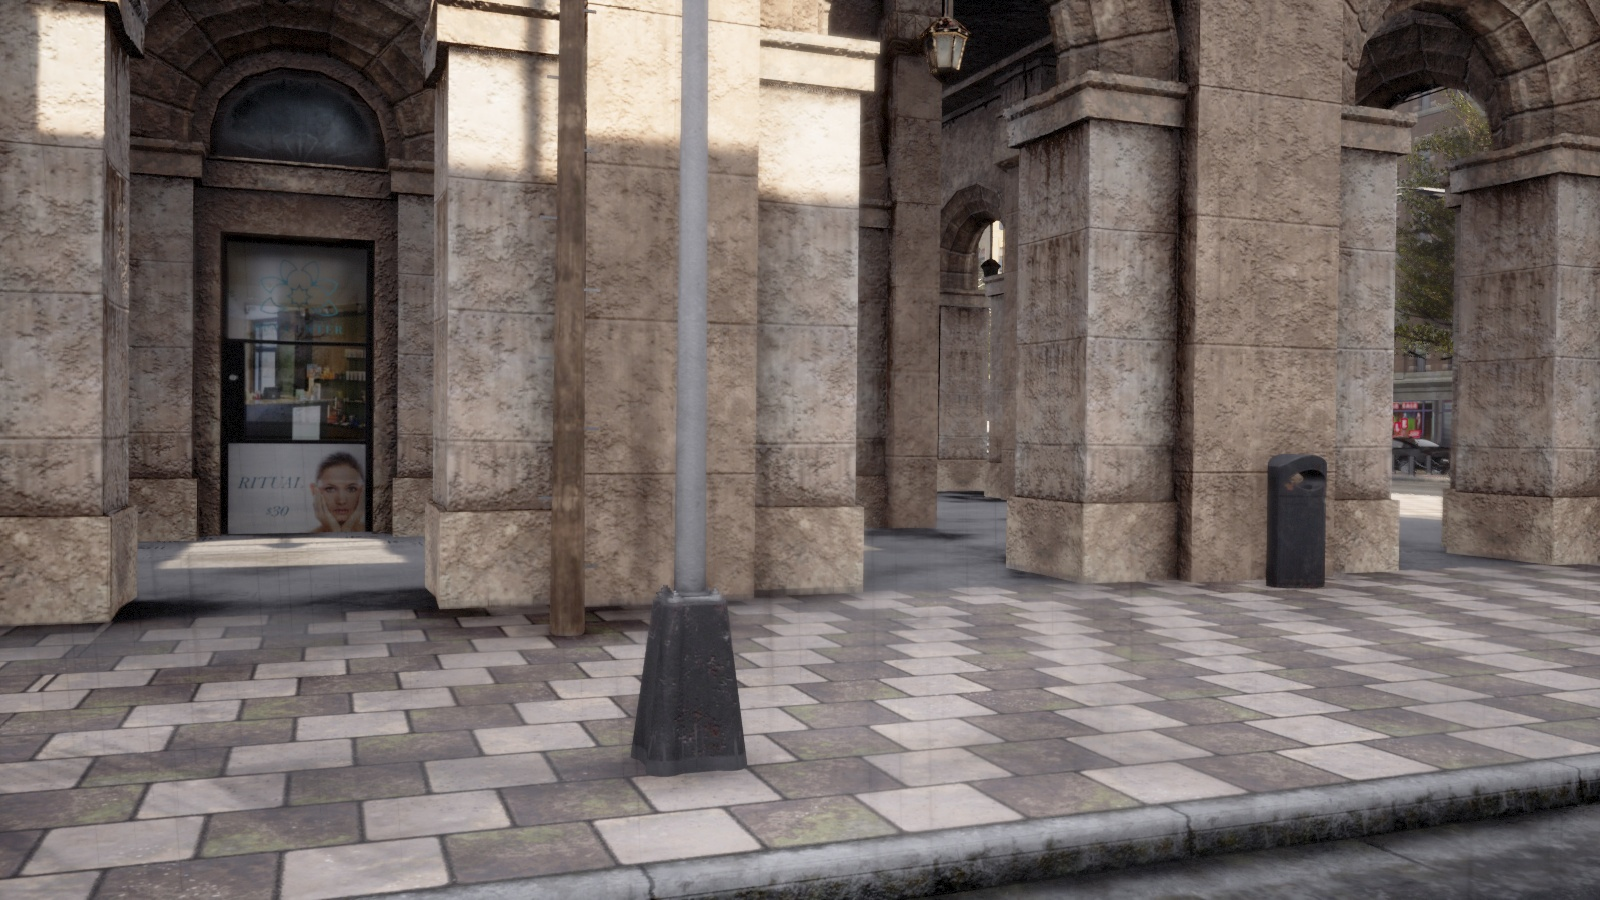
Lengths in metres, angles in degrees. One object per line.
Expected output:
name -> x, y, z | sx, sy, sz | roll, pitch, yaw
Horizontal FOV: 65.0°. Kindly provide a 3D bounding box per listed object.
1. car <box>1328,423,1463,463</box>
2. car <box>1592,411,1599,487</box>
car -> 23.902, -0.307, 50.654 | 1.882, 1.535, 5.008 | -1, 1, -21
car -> 20.346, -0.014, 27.671 | 2.097, 1.767, 4.553 | -1, 1, -20
